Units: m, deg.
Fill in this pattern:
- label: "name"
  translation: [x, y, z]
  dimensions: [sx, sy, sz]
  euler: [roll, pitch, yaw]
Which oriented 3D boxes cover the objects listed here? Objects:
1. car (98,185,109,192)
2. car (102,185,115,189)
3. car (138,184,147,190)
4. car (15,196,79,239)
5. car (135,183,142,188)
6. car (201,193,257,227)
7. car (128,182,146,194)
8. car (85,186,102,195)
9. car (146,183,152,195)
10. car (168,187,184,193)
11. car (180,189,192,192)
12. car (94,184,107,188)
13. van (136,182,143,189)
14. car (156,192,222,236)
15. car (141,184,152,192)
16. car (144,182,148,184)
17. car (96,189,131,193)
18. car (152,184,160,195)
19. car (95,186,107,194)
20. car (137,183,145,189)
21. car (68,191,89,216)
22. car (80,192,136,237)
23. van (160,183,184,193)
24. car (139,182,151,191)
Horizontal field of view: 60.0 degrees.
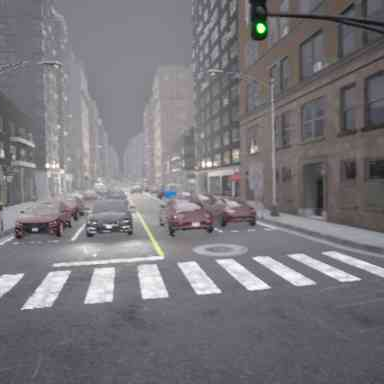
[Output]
- label: "car"
  translation: [-18.642, -0.789, 70.243]
  dimensions: [1.947, 1.339, 4.313]
  euler: [-1, 2, -12]
- label: "car"
  translation: [-8.016, 0.354, 35.013]
  dimensions: [2.033, 1.411, 5.357]
  euler: [-2, 2, -12]
- label: "car"
  translation: [-11.533, -1.202, 77.599]
  dimensions: [1.802, 1.307, 4.206]
  euler: [-1, 2, -12]
- label: "car"
  translation: [-6.469, 1.110, 14.868]
  dimensions: [1.887, 1.381, 4.507]
  euler: [-1, 2, -12]
- label: "car"
  translation: [-15.223, -1.841, 94.377]
  dimensions: [1.752, 1.417, 4.829]
  euler: [-1, 2, -12]
- label: "car"
  translation: [1.859, 0.910, 16.682]
  dimensions: [1.802, 1.307, 4.206]
  euler: [-1, 2, -12]
- label: "car"
  translation: [-9.280, -0.396, 54.894]
  dimensions: [2.033, 1.411, 5.357]
  euler: [-2, 2, -12]
- label: "car"
  translation: [-11.338, 0.376, 37.019]
  dimensions: [1.802, 1.307, 4.206]
  euler: [-1, 2, -12]
- label: "car"
  translation: [-5.446, -0.244, 49.909]
  dimensions: [1.802, 1.307, 4.206]
  euler: [-1, 2, -12]
- label: "car"
  translation: [-0.576, 0.524, 27.758]
  dimensions: [1.802, 1.307, 4.206]
  euler: [-1, 2, -12]
- label: "car"
  translation: [0.642, 0.717, 22.220]
  dimensions: [1.802, 1.307, 4.206]
  euler: [-1, 2, -12]
- label: "car"
  translation: [-13.774, -0.149, 48.088]
  dimensions: [1.967, 1.590, 4.097]
  euler: [-1, 2, -12]
- label: "van"
  translation: [-13.970, -1.827, 88.666]
  dimensions: [1.690, 1.788, 3.998]
  euler: [-1, 2, -12]
- label: "car"
  translation: [-0.362, 0.972, 14.797]
  dimensions: [1.812, 1.442, 4.674]
  euler: [-2, 2, -12]
- label: "car"
  translation: [-9.136, -0.881, 66.687]
  dimensions: [1.752, 1.417, 4.829]
  euler: [-1, 2, -12]
- label: "car"
  translation: [-7.881, -0.643, 60.985]
  dimensions: [1.947, 1.339, 4.313]
  euler: [-1, 2, -12]
- label: "car"
  translation: [-5.829, 0.726, 24.813]
  dimensions: [1.994, 1.385, 4.181]
  euler: [-2, 2, -12]
- label: "car"
  translation: [-3.014, -0.128, 38.824]
  dimensions: [2.192, 1.841, 5.009]
  euler: [-1, 2, -12]
- label: "car"
  translation: [-16.207, -0.390, 59.168]
  dimensions: [1.802, 1.307, 4.206]
  euler: [-1, 2, -12]
- label: "car"
  translation: [-12.788, -1.456, 83.301]
  dimensions: [1.752, 1.417, 4.829]
  euler: [-1, 2, -12]
- label: "car"
  translation: [-7.686, 0.916, 20.405]
  dimensions: [1.887, 1.381, 4.507]
  euler: [-1, 2, -12]
- label: "car"
  translation: [-3.699, 1.006, 15.083]
  dimensions: [1.837, 1.490, 4.892]
  euler: [-2, 2, -12]
- label: "van"
  translation: [-1.796, 0.091, 33.287]
  dimensions: [1.690, 1.788, 3.998]
  euler: [-1, 2, -12]
- label: "car"
  translation: [-10.319, -1.277, 72.052]
  dimensions: [2.192, 1.841, 5.009]
  euler: [-1, 2, -12]
